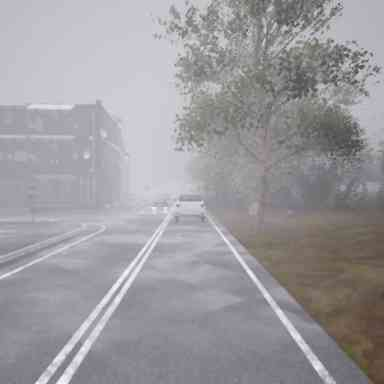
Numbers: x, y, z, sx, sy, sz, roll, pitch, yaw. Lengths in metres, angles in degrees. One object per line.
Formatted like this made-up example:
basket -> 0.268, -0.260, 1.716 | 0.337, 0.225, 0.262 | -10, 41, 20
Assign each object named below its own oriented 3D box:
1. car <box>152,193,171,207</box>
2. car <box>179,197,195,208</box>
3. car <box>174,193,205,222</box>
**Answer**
car -> -4.160, 1.218, 43.943 | 1.812, 1.442, 4.674 | 0, 1, -2
car -> -0.701, 1.301, 43.478 | 1.895, 1.301, 4.718 | 0, 1, -2
car -> -0.192, 1.080, 25.107 | 2.150, 2.045, 5.566 | 0, 0, -2
